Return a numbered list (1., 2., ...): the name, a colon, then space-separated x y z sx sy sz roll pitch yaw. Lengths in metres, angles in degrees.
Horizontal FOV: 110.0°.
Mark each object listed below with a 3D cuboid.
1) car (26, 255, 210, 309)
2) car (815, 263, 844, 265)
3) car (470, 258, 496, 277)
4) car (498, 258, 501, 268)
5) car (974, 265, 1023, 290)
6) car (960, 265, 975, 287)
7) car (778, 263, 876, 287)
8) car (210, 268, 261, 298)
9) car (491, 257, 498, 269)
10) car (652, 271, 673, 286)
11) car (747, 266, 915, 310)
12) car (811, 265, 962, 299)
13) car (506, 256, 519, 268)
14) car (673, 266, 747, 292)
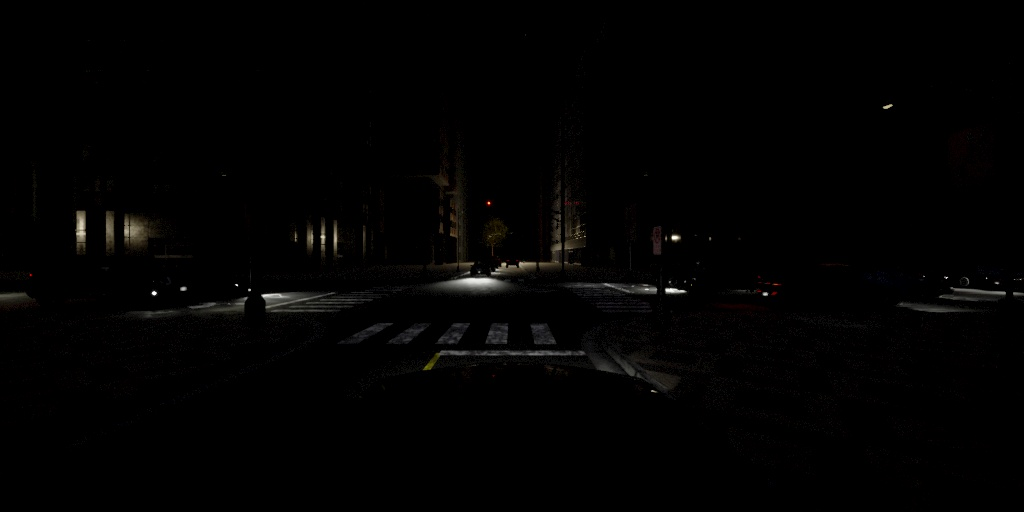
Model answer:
1. car: -16.005 0.967 14.545 5.566 2.045 2.150 0 0 2
2. car: 20.883 1.261 21.059 4.902 1.511 2.128 0 0 0
3. car: -3.080 1.239 36.082 2.128 1.511 4.902 0 0 0
4. car: -3.106 1.311 56.022 1.994 1.385 4.181 0 0 0
5. car: 30.765 1.309 21.010 4.674 1.442 1.812 0 0 0
6. car: 31.165 1.325 24.258 5.357 1.411 2.033 0 0 1
7. car: 21.233 1.241 24.307 5.008 1.535 1.882 0 0 0
8. car: -15.626 1.287 17.770 5.357 1.411 2.033 0 0 0
9. car: -3.096 1.252 46.038 1.837 1.490 4.892 0 0 0
10. car: 12.098 1.353 24.351 4.718 1.301 1.895 0 0 3
11. car: 12.587 1.276 14.396 4.892 1.490 1.837 0 0 0
12. car: 18.053 1.320 17.624 5.357 1.411 2.033 0 0 0
13. car: 0.080 0.971 62.371 2.150 2.045 5.566 0 0 0
14. car: 12.187 1.323 21.098 4.181 1.385 1.994 0 0 0
